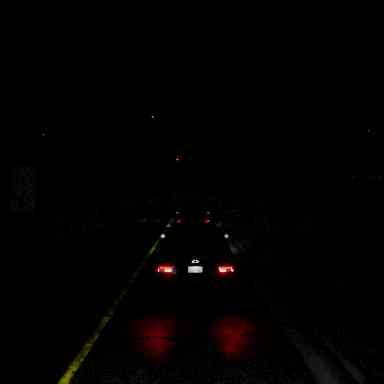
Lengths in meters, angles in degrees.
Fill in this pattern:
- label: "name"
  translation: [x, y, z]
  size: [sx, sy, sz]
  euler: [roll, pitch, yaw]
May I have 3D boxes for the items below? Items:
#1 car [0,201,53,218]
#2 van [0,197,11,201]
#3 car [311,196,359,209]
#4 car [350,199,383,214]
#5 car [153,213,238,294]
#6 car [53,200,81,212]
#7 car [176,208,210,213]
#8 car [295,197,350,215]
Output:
- label: "car"
  translation: [-15.372, 1.726, 30.301]
  size: [4.206, 1.307, 1.802]
  euler: [-1, 1, 0]
- label: "van"
  translation: [-21.071, 1.455, 38.815]
  size: [3.998, 1.788, 1.690]
  euler: [-1, 1, 0]
- label: "car"
  translation: [16.622, 1.231, 38.852]
  size: [4.829, 1.417, 1.752]
  euler: [-1, 1, 0]
- label: "car"
  translation: [16.975, 1.340, 30.328]
  size: [4.403, 1.369, 2.008]
  euler: [-1, 1, 0]
- label: "car"
  translation: [0.073, 1.542, 8.937]
  size: [2.033, 1.411, 5.357]
  euler: [0, 0, 0]
- label: "car"
  translation: [-15.560, 1.584, 38.824]
  size: [4.829, 1.417, 1.752]
  euler: [-1, 1, 0]
- label: "car"
  translation: [0.047, 1.549, 18.163]
  size: [1.994, 1.385, 4.181]
  euler: [0, 0, 0]
- label: "car"
  translation: [11.597, 1.417, 30.324]
  size: [4.313, 1.339, 1.947]
  euler: [-1, 1, 0]
